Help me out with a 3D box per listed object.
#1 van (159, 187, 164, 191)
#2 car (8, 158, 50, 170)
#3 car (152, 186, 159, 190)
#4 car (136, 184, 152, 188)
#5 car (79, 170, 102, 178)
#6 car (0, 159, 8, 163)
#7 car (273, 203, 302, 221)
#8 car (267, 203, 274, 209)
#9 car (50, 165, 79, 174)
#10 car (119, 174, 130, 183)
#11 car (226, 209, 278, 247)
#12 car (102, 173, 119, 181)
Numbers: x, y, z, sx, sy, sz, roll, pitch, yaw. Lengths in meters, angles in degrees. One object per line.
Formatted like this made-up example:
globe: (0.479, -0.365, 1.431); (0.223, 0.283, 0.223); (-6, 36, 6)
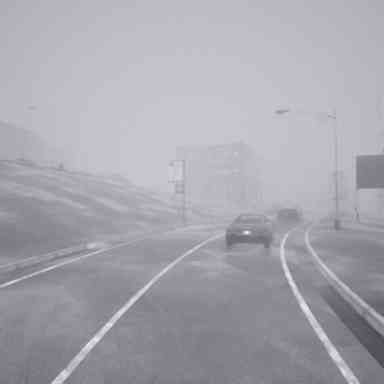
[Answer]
van: (-8.707, -0.394, 79.682); (1.878, 1.987, 4.442); (0, -4, 9)
car: (-18.479, -2.868, 36.442); (2.163, 1.488, 4.792); (-1, -3, 18)
car: (-9.586, -0.555, 74.075); (2.002, 1.452, 4.674); (0, -4, 9)
car: (-10.523, -0.948, 68.627); (2.002, 1.452, 4.674); (0, -4, 11)
car: (-15.403, -2.340, 46.928); (2.231, 1.521, 4.892); (0, -3, 16)
car: (-20.251, -3.311, 31.010); (2.185, 1.767, 4.553); (-1, -3, 19)
car: (9.601, 1.993, 32.487); (1.882, 1.535, 5.008); (-1, -2, 24)
car: (11.706, 2.322, 46.073); (2.097, 1.767, 4.553); (-1, -2, 25)
car: (-16.871, -2.578, 41.714); (2.002, 1.452, 4.674); (0, -3, 17)
car: (-12.700, -1.955, 57.840); (2.435, 2.045, 5.566); (0, -3, 13)
car: (2.866, 1.703, 15.893); (1.994, 1.385, 4.181); (-1, -1, 16)
car: (-13.999, -2.159, 52.385); (2.185, 1.767, 4.553); (0, -3, 14)
